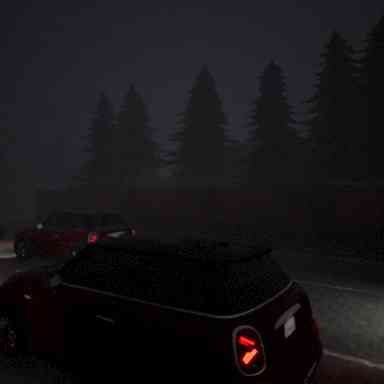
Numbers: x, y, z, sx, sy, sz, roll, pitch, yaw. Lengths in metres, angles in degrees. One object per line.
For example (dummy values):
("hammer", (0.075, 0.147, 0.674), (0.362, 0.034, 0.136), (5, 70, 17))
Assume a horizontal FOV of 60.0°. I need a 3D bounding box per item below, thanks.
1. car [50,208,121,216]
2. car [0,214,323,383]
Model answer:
("car", (-3.960, 1.389, 11.117), (4.553, 1.767, 2.097), (0, 0, 35))
("car", (-0.762, 1.364, 4.532), (4.553, 1.767, 2.097), (0, 0, 35))
